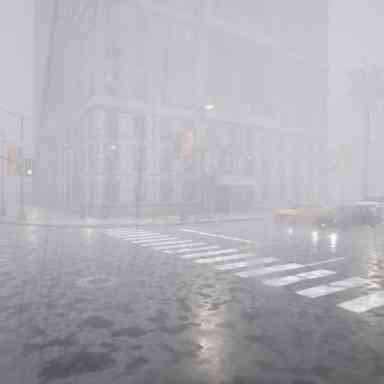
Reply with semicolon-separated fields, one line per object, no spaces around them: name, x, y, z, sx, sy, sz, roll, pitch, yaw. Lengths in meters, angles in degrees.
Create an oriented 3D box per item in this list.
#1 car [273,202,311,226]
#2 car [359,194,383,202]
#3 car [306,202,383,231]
car;7.935;1.478;23.831;5.008;1.535;1.882;0;0;-34
car;16.400;1.221;29.483;5.566;2.045;2.150;0;0;-33
car;9.871;1.547;20.919;5.357;1.411;2.033;0;0;-34
